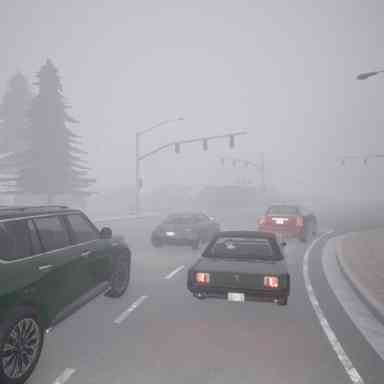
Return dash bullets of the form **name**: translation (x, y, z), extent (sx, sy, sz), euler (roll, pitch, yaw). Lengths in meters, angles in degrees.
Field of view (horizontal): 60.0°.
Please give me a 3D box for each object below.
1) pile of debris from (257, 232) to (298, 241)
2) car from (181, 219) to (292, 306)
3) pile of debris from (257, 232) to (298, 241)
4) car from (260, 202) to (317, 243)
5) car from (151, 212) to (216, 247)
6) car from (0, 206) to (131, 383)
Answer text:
- **pile of debris**: translation (4.194, 2.147, 16.147), extent (1.500, 0.140, 1.860), euler (0, 0, 29)
- **car**: translation (1.331, 1.589, 8.113), extent (1.895, 1.301, 4.718), euler (0, 0, 14)
- **pile of debris**: translation (4.194, 2.147, 16.147), extent (1.500, 0.140, 1.860), euler (0, 0, 29)
- **car**: translation (4.813, 1.322, 16.387), extent (2.097, 1.767, 4.553), euler (0, 0, 27)
- **car**: translation (-0.118, 1.547, 14.472), extent (1.994, 1.385, 4.181), euler (0, 0, 20)
- **car**: translation (-2.787, 1.222, 5.513), extent (2.150, 2.045, 5.566), euler (0, 0, 8)
